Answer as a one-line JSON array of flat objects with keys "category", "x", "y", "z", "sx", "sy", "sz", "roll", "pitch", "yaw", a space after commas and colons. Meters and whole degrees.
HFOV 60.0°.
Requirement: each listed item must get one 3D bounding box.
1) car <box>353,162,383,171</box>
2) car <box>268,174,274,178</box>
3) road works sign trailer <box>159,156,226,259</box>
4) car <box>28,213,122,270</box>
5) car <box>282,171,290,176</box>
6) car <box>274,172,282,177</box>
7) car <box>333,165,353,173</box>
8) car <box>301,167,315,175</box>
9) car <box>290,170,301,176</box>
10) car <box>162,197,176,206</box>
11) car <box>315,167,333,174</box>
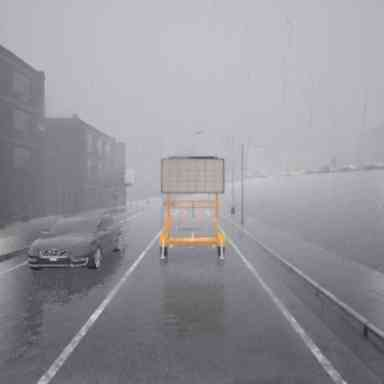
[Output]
[{"category": "car", "x": 25.016, "y": -3.379, "z": 45.677, "sx": 2.231, "sy": 1.521, "sz": 4.892, "roll": 0, "pitch": 1, "yaw": -9}, {"category": "car", "x": 21.684, "y": -4.074, "z": 84.303, "sx": 2.231, "sy": 1.521, "sz": 4.892, "roll": 0, "pitch": 1, "yaw": -1}, {"category": "road works sign trailer", "x": 0.031, "y": 0.457, "z": 12.607, "sx": 2.380, "sy": 3.560, "sz": 2.880, "roll": 0, "pitch": 0, "yaw": 1}, {"category": "car", "x": -3.606, "y": 1.499, "z": 11.066, "sx": 1.837, "sy": 1.490, "sz": 4.892, "roll": 0, "pitch": 0, "yaw": 0}, {"category": "car", "x": 22.052, "y": -3.856, "z": 73.244, "sx": 2.002, "sy": 1.452, "sz": 4.674, "roll": 0, "pitch": 1, "yaw": -3}, {"category": "car", "x": 21.816, "y": -3.994, "z": 78.785, "sx": 2.231, "sy": 1.521, "sz": 4.892, "roll": 0, "pitch": 1, "yaw": -1}, {"category": "car", "x": 24.208, "y": -3.442, "z": 51.038, "sx": 2.002, "sy": 1.452, "sz": 4.674, "roll": 0, "pitch": 1, "yaw": -7}, {"category": "car", "x": 22.879, "y": -3.816, "z": 62.202, "sx": 2.185, "sy": 1.767, "sz": 4.553, "roll": 0, "pitch": 1, "yaw": -5}, {"category": "car", "x": 22.408, "y": -3.793, "z": 67.707, "sx": 2.097, "sy": 1.535, "sz": 5.008, "roll": 0, "pitch": 1, "yaw": -4}, {"category": "car", "x": -3.655, "y": 1.501, "z": 53.797, "sx": 2.128, "sy": 1.511, "sz": 4.902, "roll": 0, "pitch": -1, "yaw": 0}, {"category": "car", "x": 23.502, "y": -3.554, "z": 56.511, "sx": 2.163, "sy": 1.488, "sz": 4.792, "roll": 0, "pitch": 1, "yaw": -6}]
